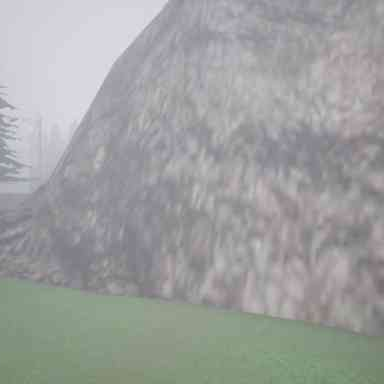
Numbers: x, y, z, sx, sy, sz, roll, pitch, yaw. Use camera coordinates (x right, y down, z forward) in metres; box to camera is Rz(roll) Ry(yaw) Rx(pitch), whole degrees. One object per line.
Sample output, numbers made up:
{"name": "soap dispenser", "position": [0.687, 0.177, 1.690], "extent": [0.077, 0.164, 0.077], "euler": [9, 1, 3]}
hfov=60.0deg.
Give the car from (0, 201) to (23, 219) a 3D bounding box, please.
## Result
{"name": "car", "position": [-16.156, 1.491, 26.671], "extent": [2.128, 1.511, 4.902], "euler": [0, 0, 29]}
